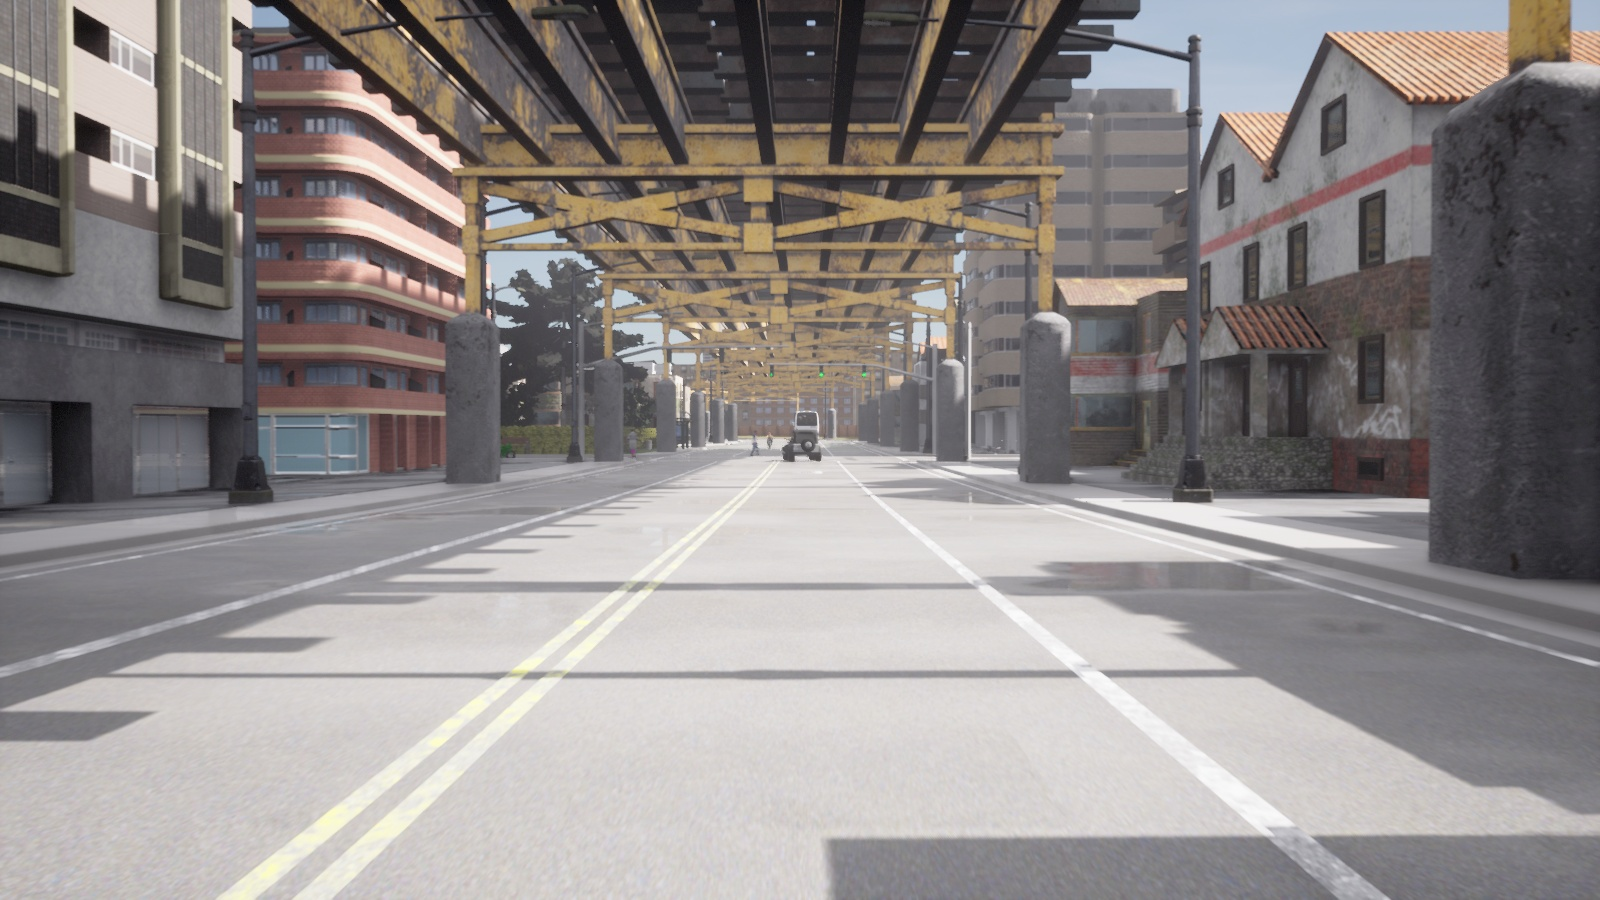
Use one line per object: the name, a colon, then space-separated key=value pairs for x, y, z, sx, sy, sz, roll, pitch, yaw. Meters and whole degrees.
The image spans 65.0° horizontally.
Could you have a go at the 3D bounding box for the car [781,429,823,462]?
car: x=0.098 y=-0.294 z=74.283 sx=1.905 sy=1.878 sz=3.866 roll=0 pitch=1 yaw=-8

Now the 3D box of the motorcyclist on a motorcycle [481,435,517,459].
motorcyclist on a motorcycle: x=-18.748 y=-0.190 z=78.244 sx=2.044 sy=1.523 sz=0.797 roll=0 pitch=1 yaw=1

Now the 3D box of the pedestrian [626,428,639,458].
pedestrian: x=-11.026 y=-0.483 z=82.635 sx=0.659 sy=1.952 sz=0.873 roll=0 pitch=1 yaw=-20
